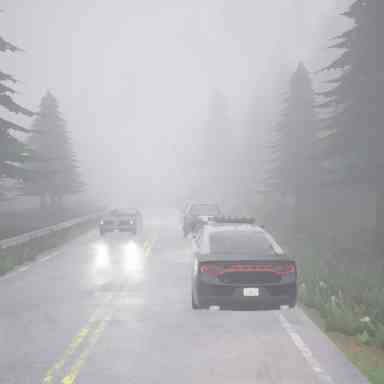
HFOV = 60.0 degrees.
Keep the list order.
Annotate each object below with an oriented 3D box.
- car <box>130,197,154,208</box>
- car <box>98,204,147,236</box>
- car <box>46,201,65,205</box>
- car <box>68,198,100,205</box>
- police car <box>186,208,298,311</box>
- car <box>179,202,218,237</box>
[{"bbox_3d":[-6.996,1.461,46.081,1.837,1.490,4.892,-3,1,-35],"label":"car"},{"bbox_3d":[-3.797,1.583,18.391,1.895,1.301,4.718,0,0,-3],"label":"car"},{"bbox_3d":[-22.394,2.209,54.226,5.357,1.411,2.033,-3,3,27],"label":"car"},{"bbox_3d":[-17.588,1.770,55.357,4.902,1.511,2.128,-3,3,27],"label":"car"},{"bbox_3d":[0.905,1.409,7.967,1.930,1.638,5.238,0,0,-1],"label":"police car"},{"bbox_3d":[0.531,1.314,17.938,2.097,1.767,4.553,0,0,-3],"label":"car"}]
